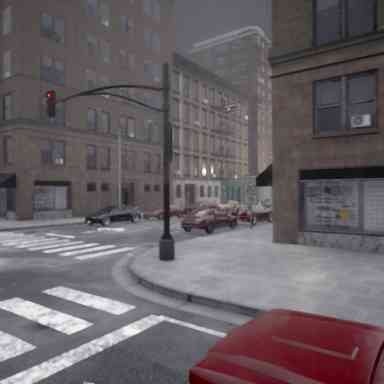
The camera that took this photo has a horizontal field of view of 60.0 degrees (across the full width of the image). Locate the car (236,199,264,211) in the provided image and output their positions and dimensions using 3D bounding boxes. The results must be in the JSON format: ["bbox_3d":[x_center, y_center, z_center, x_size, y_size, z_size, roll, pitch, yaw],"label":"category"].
[{"bbox_3d":[7.346,1.608,41.607,1.802,1.307,4.206,0,0,36],"label":"car"}]

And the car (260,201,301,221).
[{"bbox_3d":[7.548,1.500,28.102,1.752,1.417,4.829,0,0,36],"label":"car"}]

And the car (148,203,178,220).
[{"bbox_3d":[-2.290,1.612,28.146,1.802,1.307,4.206,0,0,36],"label":"car"}]

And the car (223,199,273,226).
[{"bbox_3d":[4.236,1.416,23.477,1.967,1.590,4.097,0,0,36],"label":"car"}]

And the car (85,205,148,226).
[{"bbox_3d":[-5.502,1.598,23.658,1.947,1.339,4.313,0,0,36],"label":"car"}]

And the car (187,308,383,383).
[{"bbox_3d":[2.218,1.601,2.107,4.718,1.301,1.895,0,0,36],"label":"car"}]

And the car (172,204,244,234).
[{"bbox_3d":[1.024,1.560,18.988,1.802,1.307,4.206,0,0,36],"label":"car"}]

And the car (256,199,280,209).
[{"bbox_3d":[10.558,1.610,46.094,1.802,1.307,4.206,0,0,36],"label":"car"}]

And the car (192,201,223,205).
[{"bbox_3d":[0.922,1.573,32.633,1.887,1.381,4.507,0,0,36],"label":"car"}]

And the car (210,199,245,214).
[{"bbox_3d":[4.035,1.552,36.982,1.752,1.417,4.829,0,0,36],"label":"car"}]
